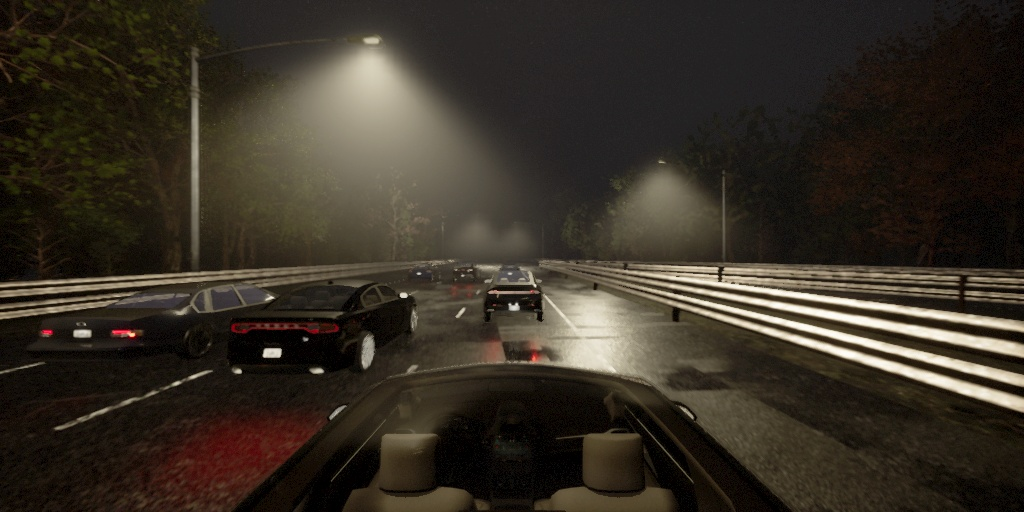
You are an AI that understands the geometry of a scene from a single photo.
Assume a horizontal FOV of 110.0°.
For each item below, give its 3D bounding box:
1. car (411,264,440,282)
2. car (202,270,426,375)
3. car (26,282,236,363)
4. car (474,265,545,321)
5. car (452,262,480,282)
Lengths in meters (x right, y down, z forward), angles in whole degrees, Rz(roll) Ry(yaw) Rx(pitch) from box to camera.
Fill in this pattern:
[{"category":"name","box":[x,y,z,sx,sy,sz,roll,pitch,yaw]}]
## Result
[{"category":"car","box":[-7.191,1.328,29.569,1.994,1.385,4.181,0,0,-1]},{"category":"car","box":[-3.425,1.229,7.583,1.882,1.535,5.008,0,0,0]},{"category":"car","box":[-6.926,1.300,8.287,2.033,1.411,5.357,0,0,0]},{"category":"car","box":[0.043,1.244,12.479,2.128,1.511,4.902,0,0,0]},{"category":"car","box":[-3.677,1.254,28.883,2.128,1.511,4.902,0,0,-1]}]
